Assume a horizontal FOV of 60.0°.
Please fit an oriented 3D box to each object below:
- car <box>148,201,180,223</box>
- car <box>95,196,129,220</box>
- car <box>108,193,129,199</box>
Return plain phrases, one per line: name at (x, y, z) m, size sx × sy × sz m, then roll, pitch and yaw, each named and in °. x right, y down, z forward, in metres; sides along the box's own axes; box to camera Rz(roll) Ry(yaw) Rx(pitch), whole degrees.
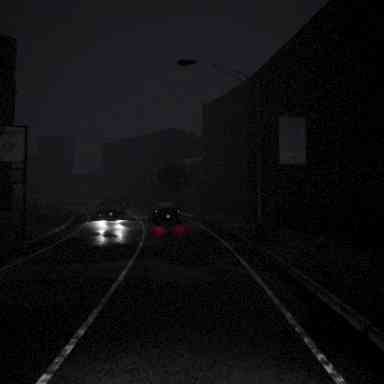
car at (-2.021, 1.326, 23.478) m, size 1.812 × 1.442 × 4.674 m, roll 1°, pitch 1°, yaw -13°
car at (-6.179, 1.269, 24.878) m, size 1.994 × 1.385 × 4.181 m, roll 1°, pitch 1°, yaw -18°
car at (-9.043, 0.903, 39.643) m, size 2.128 × 1.511 × 4.902 m, roll 2°, pitch 1°, yaw -32°
